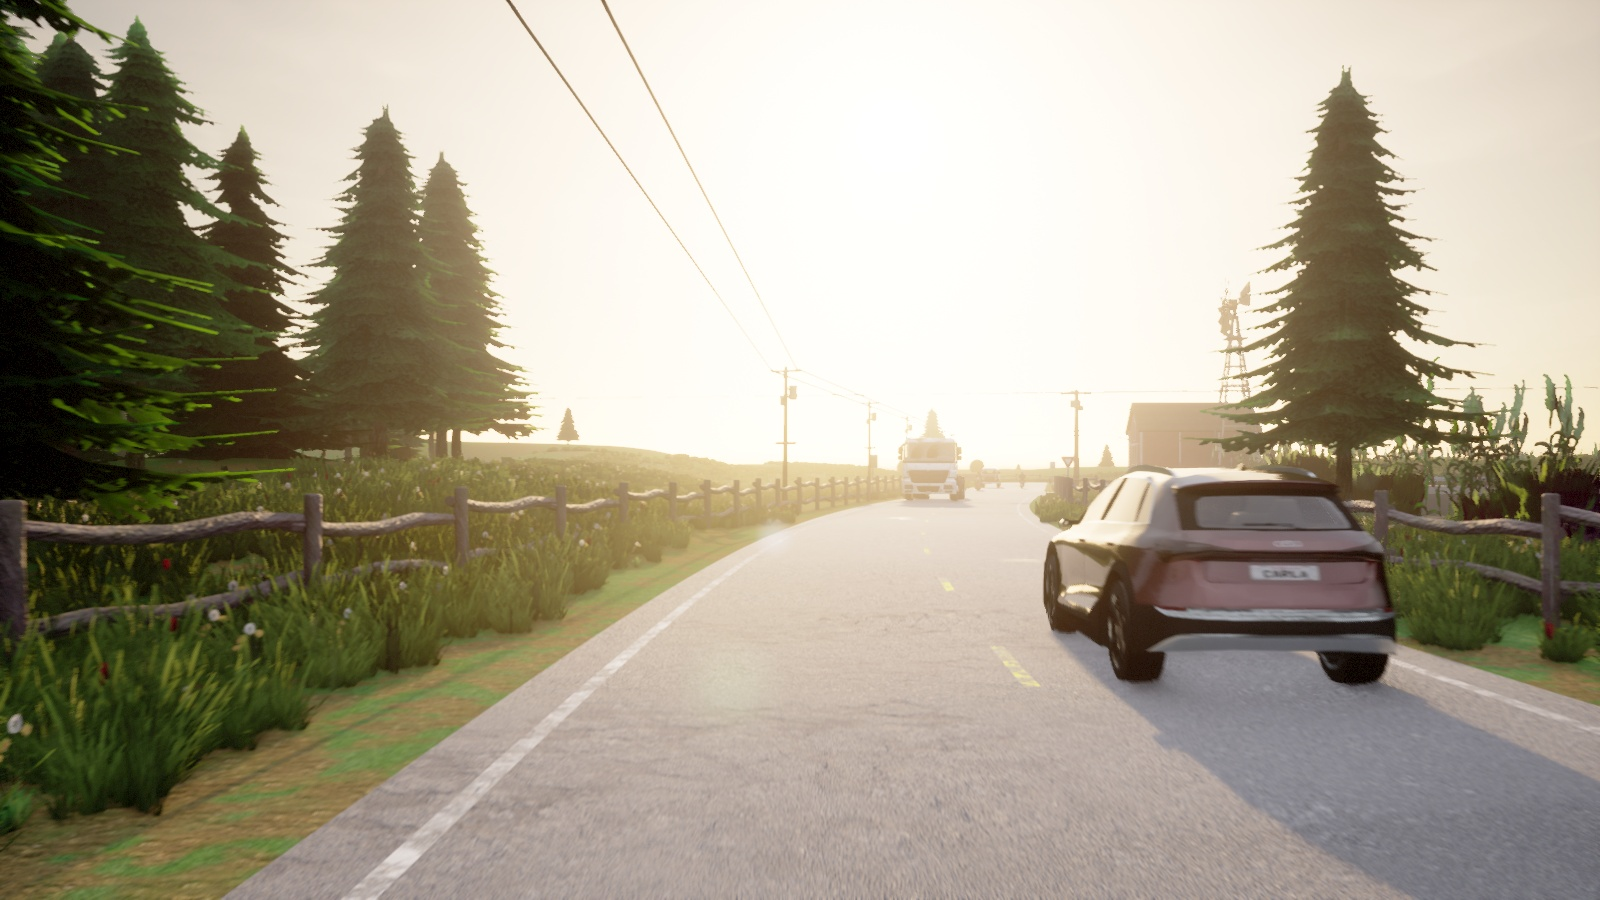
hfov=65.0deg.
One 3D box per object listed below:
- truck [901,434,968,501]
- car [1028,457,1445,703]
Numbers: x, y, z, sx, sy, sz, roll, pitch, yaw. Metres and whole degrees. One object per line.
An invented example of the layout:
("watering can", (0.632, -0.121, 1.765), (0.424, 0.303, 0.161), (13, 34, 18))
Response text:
("truck", (7.539, 0.967, 69.498), (2.891, 3.462, 7.936), (0, -1, 12))
("car", (3.367, 0.914, 10.868), (2.033, 1.649, 4.856), (0, -1, 2))
